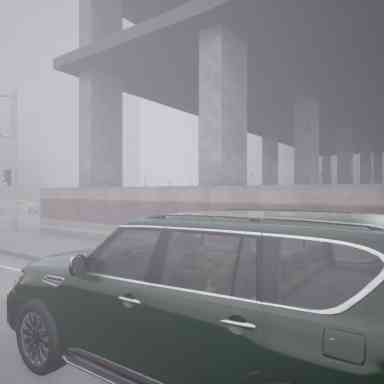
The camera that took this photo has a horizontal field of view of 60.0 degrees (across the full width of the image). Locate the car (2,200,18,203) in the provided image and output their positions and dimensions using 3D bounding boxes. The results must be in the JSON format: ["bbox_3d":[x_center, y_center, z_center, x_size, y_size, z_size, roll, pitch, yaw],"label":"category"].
[{"bbox_3d":[-18.343,1.533,33.797,1.882,1.535,5.008,0,0,36],"label":"car"}]

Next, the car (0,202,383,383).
[{"bbox_3d":[0.098,1.221,3.915,5.566,2.045,2.150,0,0,36],"label":"car"}]

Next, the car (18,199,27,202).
[{"bbox_3d":[-14.293,1.547,33.442,2.128,1.511,4.902,0,0,36],"label":"car"}]
